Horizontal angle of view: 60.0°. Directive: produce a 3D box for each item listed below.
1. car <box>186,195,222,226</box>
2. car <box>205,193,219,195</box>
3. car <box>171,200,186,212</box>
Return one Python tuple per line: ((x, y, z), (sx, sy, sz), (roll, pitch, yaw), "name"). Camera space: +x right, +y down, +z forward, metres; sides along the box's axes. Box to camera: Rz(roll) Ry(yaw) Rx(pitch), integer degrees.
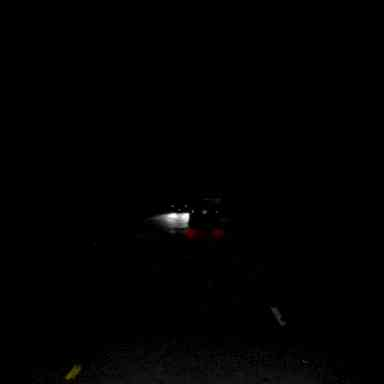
((0.955, 1.351, 23.789), (2.097, 1.767, 4.553), (0, 0, 4), "car")
((2.596, 1.196, 42.405), (2.150, 2.045, 5.566), (0, 0, 6), "car")
((-1.117, 1.576, 37.462), (1.895, 1.301, 4.718), (0, 0, 6), "car")
